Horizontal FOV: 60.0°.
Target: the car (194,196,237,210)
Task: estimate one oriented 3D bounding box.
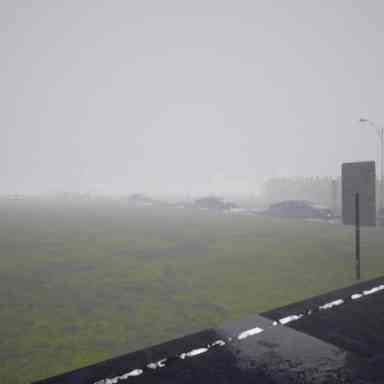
[{"bbox_3d":[2.380,1.138,35.635,2.033,1.411,5.357,-1,1,-36],"label":"car"}]

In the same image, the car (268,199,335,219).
[{"bbox_3d":[8.643,1.298,26.879,2.033,1.411,5.357,-1,1,-35],"label":"car"}]

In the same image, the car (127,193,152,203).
[{"bbox_3d":[-8.021,0.864,50.255,2.033,1.411,5.357,-1,1,-35],"label":"car"}]
